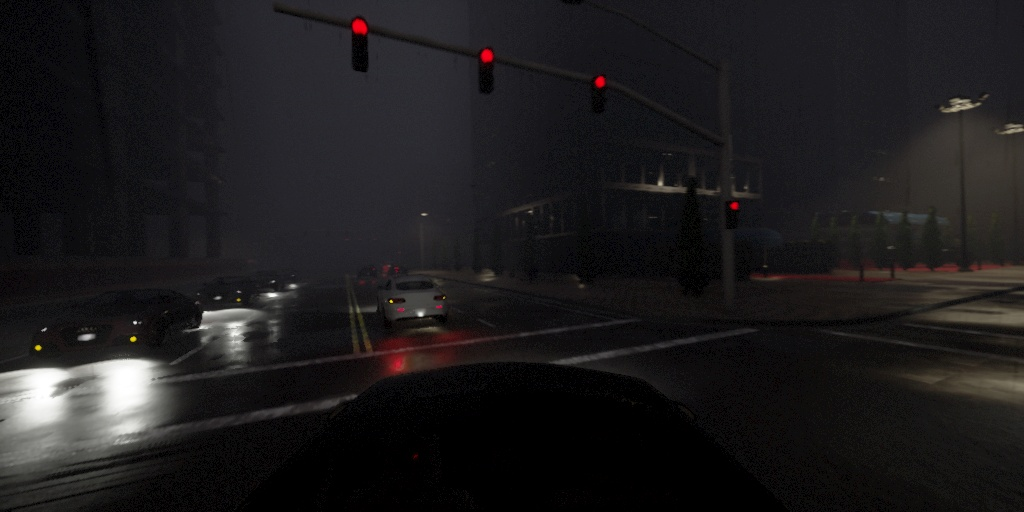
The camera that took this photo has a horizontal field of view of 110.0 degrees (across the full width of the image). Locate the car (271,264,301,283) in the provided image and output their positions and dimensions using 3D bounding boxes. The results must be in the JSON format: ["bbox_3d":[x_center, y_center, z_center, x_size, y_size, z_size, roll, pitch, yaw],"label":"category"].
[{"bbox_3d":[-21.641,1.817,34.583,1.812,1.442,4.674,-1,0,-25],"label":"car"}]

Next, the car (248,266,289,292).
[{"bbox_3d":[-17.294,1.709,25.236,1.812,1.442,4.674,-1,0,-25],"label":"car"}]

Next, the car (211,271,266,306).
[{"bbox_3d":[-13.608,1.656,17.314,1.994,1.385,4.181,-1,0,-26],"label":"car"}]

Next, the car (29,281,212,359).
[{"bbox_3d":[-9.910,1.564,9.413,1.994,1.385,4.181,-1,0,-26],"label":"car"}]

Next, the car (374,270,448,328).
[{"bbox_3d":[-3.400,1.359,11.910,1.812,1.442,4.674,-1,0,-23],"label":"car"}]

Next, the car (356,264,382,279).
[{"bbox_3d":[-15.701,1.631,38.801,2.128,1.511,4.902,-1,0,-25],"label":"car"}]

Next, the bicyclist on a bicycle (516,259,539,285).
[{"bbox_3d":[0.998,1.020,22.633,1.656,1.620,0.582,-2,0,-25],"label":"bicyclist on a bicycle"}]

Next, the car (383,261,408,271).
[{"bbox_3d":[-13.561,1.575,42.487,2.128,1.511,4.902,-1,0,-25],"label":"car"}]
